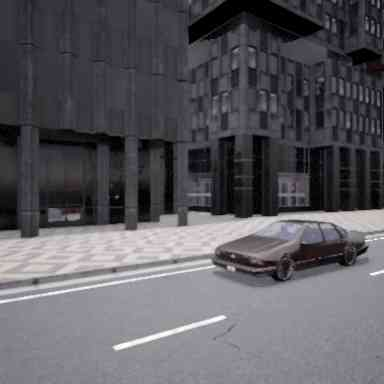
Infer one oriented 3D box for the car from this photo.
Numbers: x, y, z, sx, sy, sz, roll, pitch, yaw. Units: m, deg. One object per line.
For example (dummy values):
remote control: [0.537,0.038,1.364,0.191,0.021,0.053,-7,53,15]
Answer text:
car: [3.157,1.542,9.918,5.357,1.411,2.033,0,0,-35]
